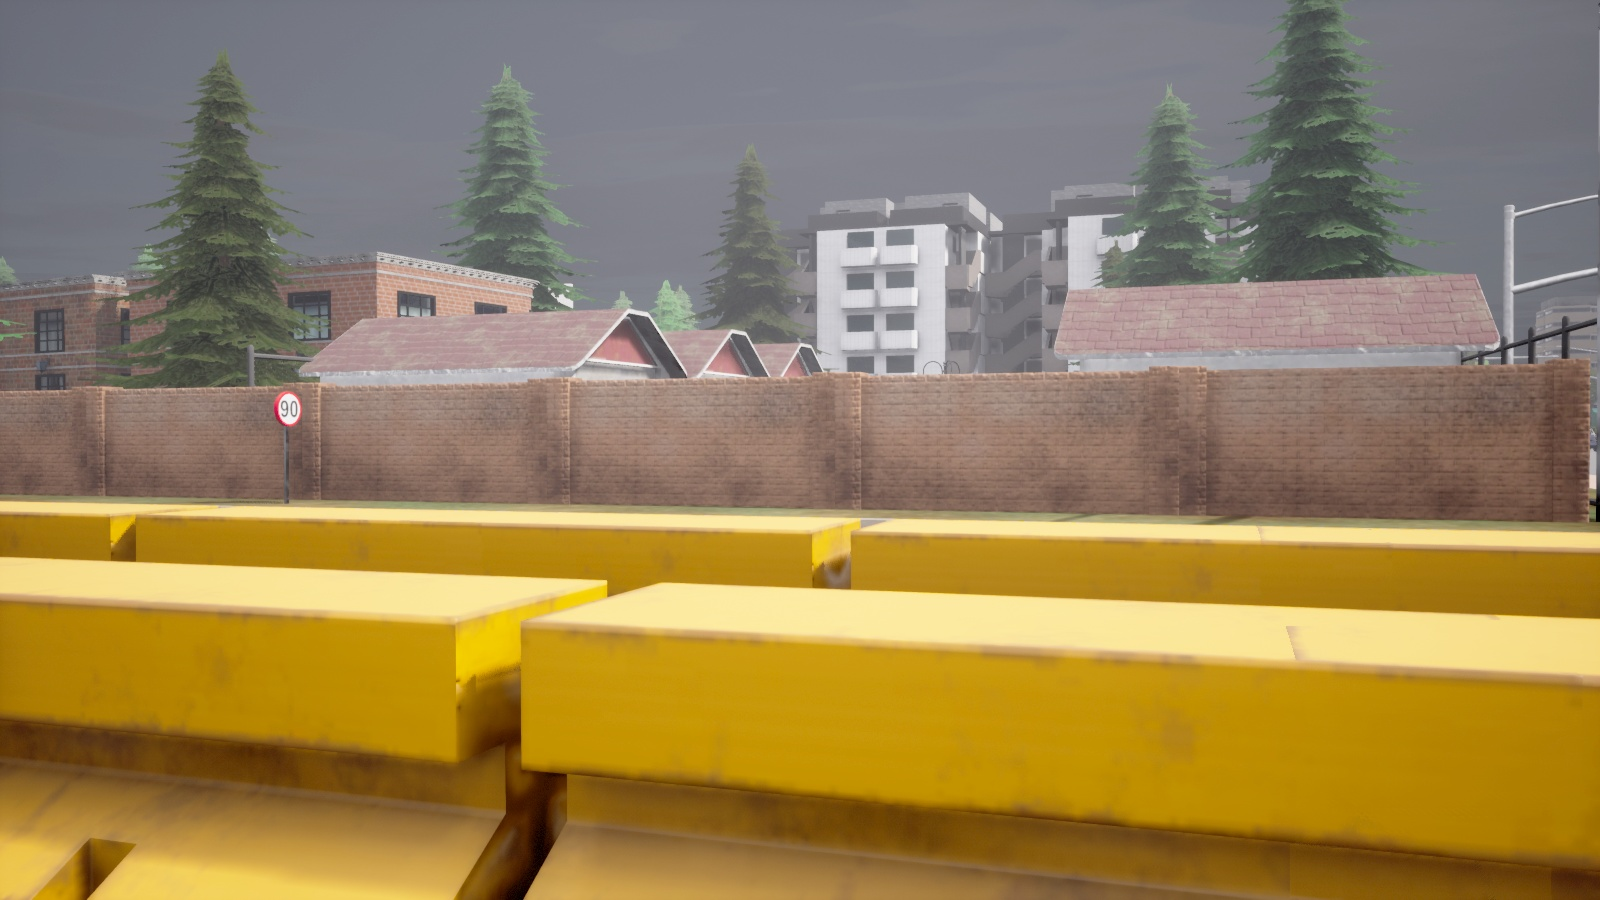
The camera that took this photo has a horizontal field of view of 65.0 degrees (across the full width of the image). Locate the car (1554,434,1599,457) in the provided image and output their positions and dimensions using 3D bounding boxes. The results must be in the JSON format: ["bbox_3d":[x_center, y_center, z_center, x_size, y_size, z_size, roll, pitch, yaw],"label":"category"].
[{"bbox_3d":[50.429,-0.323,81.439,1.970,1.475,3.806,1,1,20],"label":"car"}]
